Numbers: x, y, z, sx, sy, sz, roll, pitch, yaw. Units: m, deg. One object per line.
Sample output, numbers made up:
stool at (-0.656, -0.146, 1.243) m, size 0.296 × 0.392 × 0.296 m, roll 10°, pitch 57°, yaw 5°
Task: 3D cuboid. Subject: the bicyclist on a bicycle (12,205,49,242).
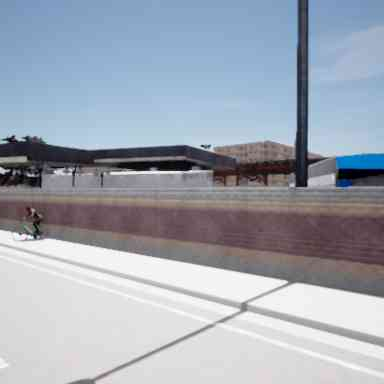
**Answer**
bicyclist on a bicycle at (-7.328, 1.428, 15.170) m, size 0.582 × 1.620 × 1.656 m, roll 0°, pitch -1°, yaw 40°
